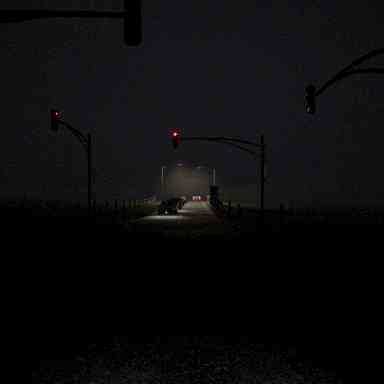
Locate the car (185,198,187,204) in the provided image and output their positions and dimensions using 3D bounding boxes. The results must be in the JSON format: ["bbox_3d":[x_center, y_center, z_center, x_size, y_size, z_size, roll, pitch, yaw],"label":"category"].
[{"bbox_3d":[-2.122,1.560,53.815,2.033,1.411,5.357,0,0,1],"label":"car"}]

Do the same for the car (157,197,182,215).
[{"bbox_3d":[-2.414,1.554,34.190,2.033,1.411,5.357,0,0,0],"label":"car"}]

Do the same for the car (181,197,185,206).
[{"bbox_3d":[-2.265,1.514,43.968,1.837,1.490,4.892,0,0,1],"label":"car"}]

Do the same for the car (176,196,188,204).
[{"bbox_3d":[-1.923,1.581,63.820,1.994,1.385,4.181,0,0,2],"label":"car"}]

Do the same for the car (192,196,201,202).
[{"bbox_3d":[1.066,1.617,75.962,1.895,1.301,4.718,0,0,1],"label":"car"}]
